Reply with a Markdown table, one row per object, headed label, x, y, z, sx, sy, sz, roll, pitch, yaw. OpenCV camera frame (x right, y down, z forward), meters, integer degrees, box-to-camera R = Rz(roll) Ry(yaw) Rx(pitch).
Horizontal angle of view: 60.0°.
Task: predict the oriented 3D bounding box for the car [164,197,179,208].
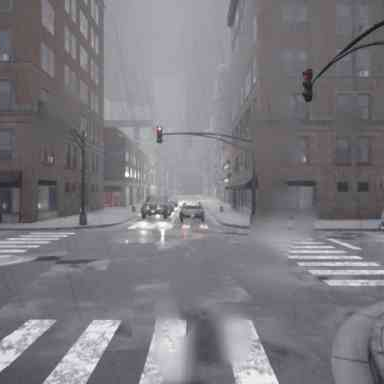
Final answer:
| label | x | y | z | sx | sy | sz | roll | pitch | yaw |
| --- | --- | --- | --- | --- | --- | --- | --- | --- | --- |
| car | -3.067 | 1.496 | 49.732 | 1.882 | 1.535 | 5.008 | 0 | 0 | 0 |

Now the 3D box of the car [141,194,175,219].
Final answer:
| label | x | y | z | sx | sy | sz | roll | pitch | yaw |
| --- | --- | --- | --- | --- | --- | --- | --- | --- | --- |
| car | -3.075 | 1.233 | 29.788 | 2.150 | 2.045 | 5.566 | 0 | 0 | 2 |

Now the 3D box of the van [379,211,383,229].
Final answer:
| label | x | y | z | sx | sy | sz | roll | pitch | yaw |
| --- | --- | --- | --- | --- | --- | --- | --- | --- | --- |
| van | 12.062 | 1.357 | 17.401 | 3.998 | 1.788 | 1.690 | 0 | 0 | 0 |

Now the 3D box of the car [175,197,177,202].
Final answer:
| label | x | y | z | sx | sy | sz | roll | pitch | yaw |
| --- | --- | --- | --- | --- | --- | --- | --- | --- | --- |
| car | -3.087 | 1.542 | 39.462 | 1.812 | 1.442 | 4.674 | 0 | 0 | 0 |

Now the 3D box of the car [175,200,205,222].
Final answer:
| label | x | y | z | sx | sy | sz | roll | pitch | yaw |
| --- | --- | --- | --- | --- | --- | --- | --- | --- | --- |
| car | 0.036 | 1.501 | 26.423 | 2.128 | 1.511 | 4.902 | 0 | 0 | 0 |
